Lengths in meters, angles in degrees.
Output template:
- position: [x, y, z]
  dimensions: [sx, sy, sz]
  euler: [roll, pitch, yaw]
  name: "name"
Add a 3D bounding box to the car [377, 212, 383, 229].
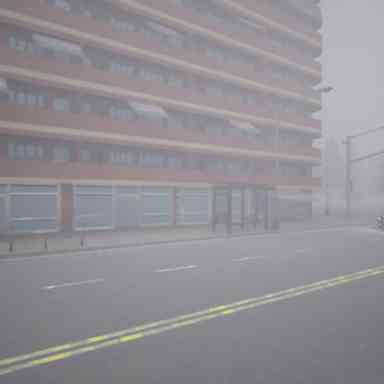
- position: [14.658, 1.777, 22.942]
  dimensions: [4.892, 1.490, 1.837]
  euler: [1, -1, -35]
  name: "car"
